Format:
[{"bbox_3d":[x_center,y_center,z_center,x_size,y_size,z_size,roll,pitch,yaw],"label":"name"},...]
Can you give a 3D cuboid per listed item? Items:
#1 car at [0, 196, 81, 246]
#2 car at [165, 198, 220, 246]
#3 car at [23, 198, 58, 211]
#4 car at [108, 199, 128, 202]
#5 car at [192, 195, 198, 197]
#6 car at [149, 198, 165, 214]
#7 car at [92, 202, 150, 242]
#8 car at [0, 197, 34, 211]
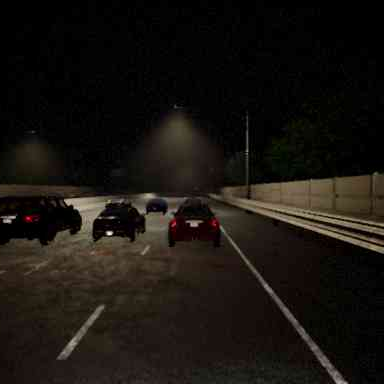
[{"bbox_3d":[-6.906,1.170,15.195,2.150,2.045,5.566,0,0,0],"label":"car"},{"bbox_3d":[0.090,1.299,15.119,2.097,1.767,4.553,0,0,0],"label":"car"},{"bbox_3d":[-17.595,1.454,38.931,1.895,1.301,4.718,0,0,0],"label":"car"},{"bbox_3d":[-6.907,1.376,31.408,2.128,1.511,4.902,0,0,0],"label":"car"},{"bbox_3d":[0.095,1.355,33.008,1.882,1.535,5.008,0,0,0],"label":"car"},{"bbox_3d":[-3.405,1.355,33.008,1.882,1.535,5.008,0,0,0],"label":"car"},{"bbox_3d":[-3.406,1.448,16.192,1.837,1.490,4.892,0,0,0],"label":"car"},{"bbox_3d":[-21.093,1.397,39.625,2.033,1.411,5.357,0,0,0],"label":"car"}]
